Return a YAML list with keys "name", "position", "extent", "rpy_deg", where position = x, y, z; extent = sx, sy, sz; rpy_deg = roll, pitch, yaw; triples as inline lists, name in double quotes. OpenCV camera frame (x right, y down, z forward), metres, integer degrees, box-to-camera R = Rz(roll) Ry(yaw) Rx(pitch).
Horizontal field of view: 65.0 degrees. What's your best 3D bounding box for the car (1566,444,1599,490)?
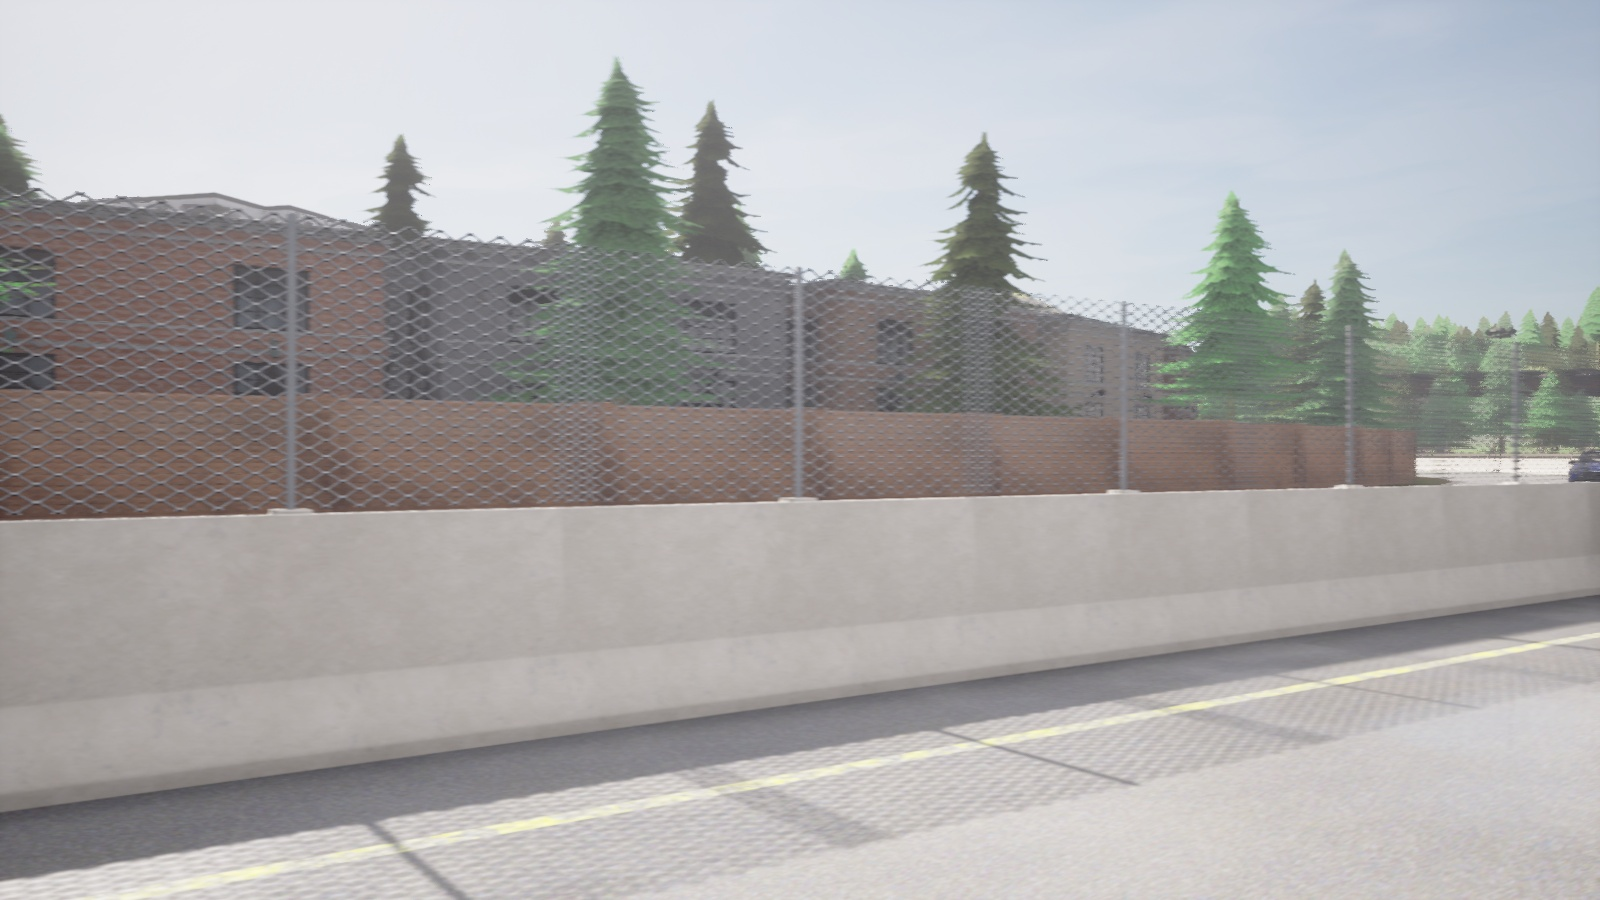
- name: "car"
  position: [32.134, 0.662, 50.519]
  extent: [2.097, 1.767, 4.553]
  rpy_deg: [0, 0, 33]
